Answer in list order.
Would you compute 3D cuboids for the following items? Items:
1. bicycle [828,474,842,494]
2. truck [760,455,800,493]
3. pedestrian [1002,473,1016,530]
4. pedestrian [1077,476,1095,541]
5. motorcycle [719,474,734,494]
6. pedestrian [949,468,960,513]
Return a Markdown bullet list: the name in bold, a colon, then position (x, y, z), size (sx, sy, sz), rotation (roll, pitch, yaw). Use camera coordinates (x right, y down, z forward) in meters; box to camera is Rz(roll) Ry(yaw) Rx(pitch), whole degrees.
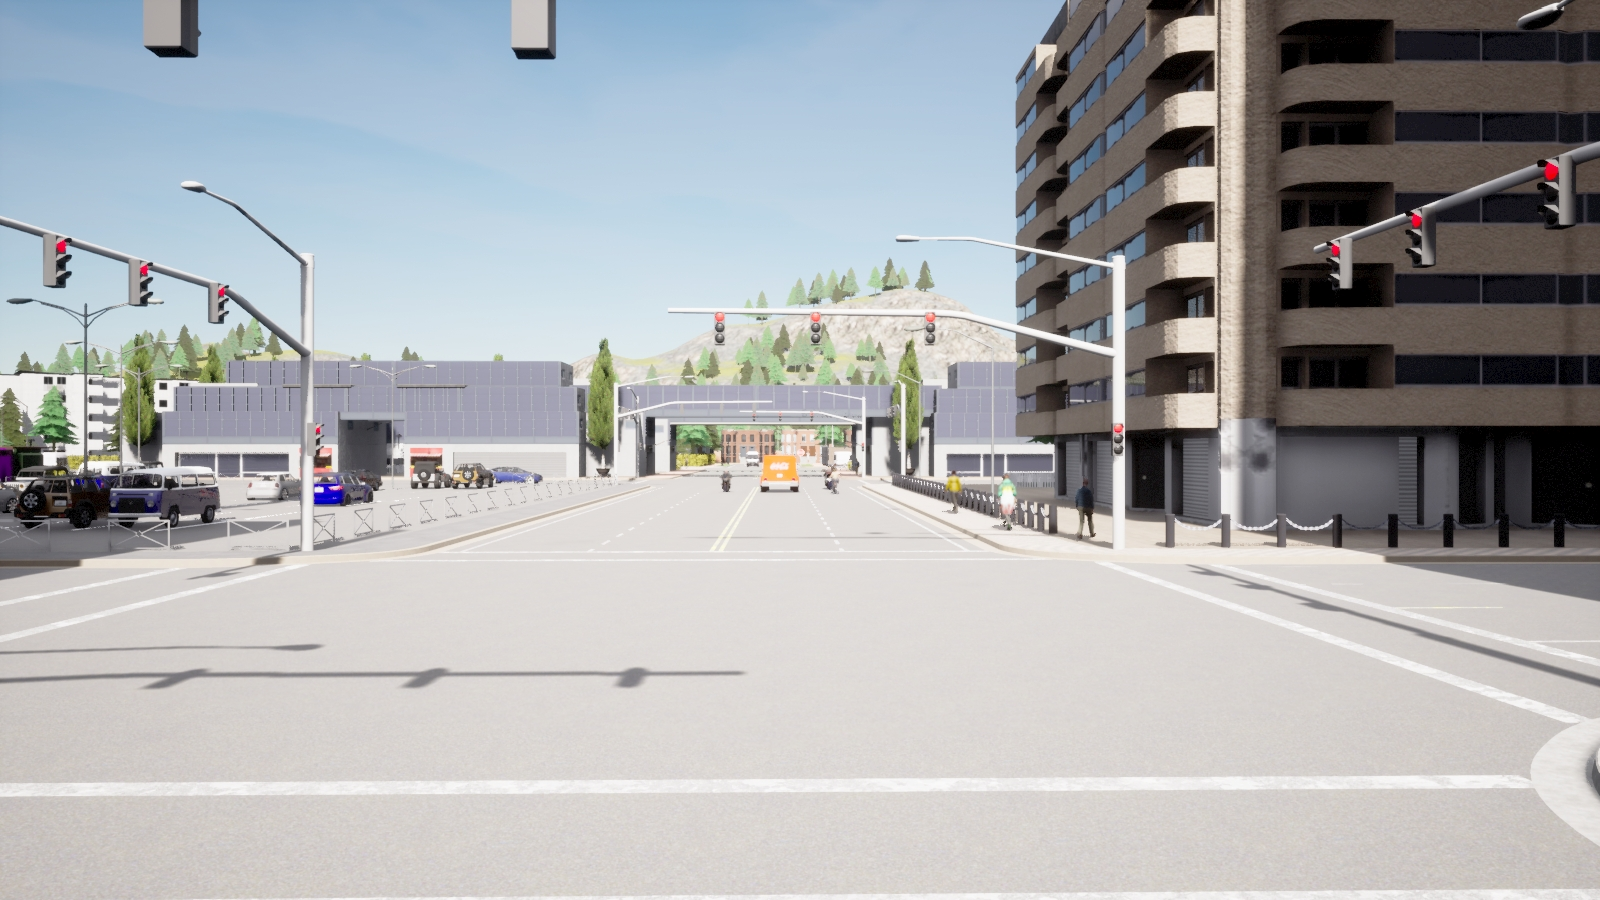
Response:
- **bicycle**: position (2.229, 2.158, 73.046), size (0.859, 1.276, 1.487), rotation (0, -1, -1)
- **truck**: position (-1.366, 1.564, 77.071), size (2.627, 2.467, 5.204), rotation (0, 0, -1)
- **pedestrian**: position (6.856, 1.695, 37.551), size (0.375, 1.860, 0.375), rotation (0, 0, -5)
- **pedestrian**: position (8.324, 1.686, 33.288), size (0.375, 1.860, 0.375), rotation (0, 0, 42)
- **motorcycle**: position (-4.833, 2.205, 74.836), size (0.867, 1.251, 2.209), rotation (0, 0, -1)
- **pedestrian**: position (6.429, 1.695, 47.485), size (0.375, 1.860, 0.375), rotation (0, 0, -2)
